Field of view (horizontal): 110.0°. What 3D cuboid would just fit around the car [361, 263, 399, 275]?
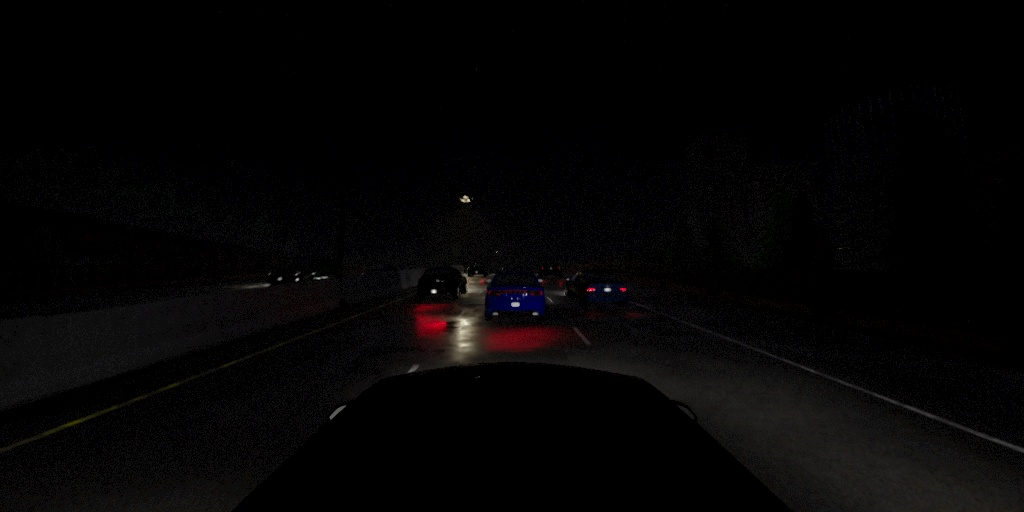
[{"bbox_3d":[-10.595,1.335,29.073,1.812,1.442,4.674,0,0,0],"label":"car"}]

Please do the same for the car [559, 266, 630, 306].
[{"bbox_3d":[3.602,1.329,16.019,2.033,1.411,5.357,0,0,0],"label":"car"}]

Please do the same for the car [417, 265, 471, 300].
[{"bbox_3d":[-3.398,1.291,18.031,1.837,1.490,4.892,0,0,0],"label":"car"}]

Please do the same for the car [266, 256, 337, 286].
[{"bbox_3d":[-14.095,1.019,24.532,2.150,2.045,5.566,0,0,0],"label":"car"}]

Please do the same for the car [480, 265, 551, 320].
[{"bbox_3d":[0.102,1.252,12.812,1.882,1.535,5.008,0,0,0],"label":"car"}]

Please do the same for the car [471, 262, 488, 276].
[{"bbox_3d":[-3.410,1.365,36.736,1.812,1.442,4.674,0,-1,0],"label":"car"}]

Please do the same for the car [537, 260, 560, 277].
[{"bbox_3d":[3.603,1.178,35.142,2.097,1.767,4.553,0,0,0],"label":"car"}]
